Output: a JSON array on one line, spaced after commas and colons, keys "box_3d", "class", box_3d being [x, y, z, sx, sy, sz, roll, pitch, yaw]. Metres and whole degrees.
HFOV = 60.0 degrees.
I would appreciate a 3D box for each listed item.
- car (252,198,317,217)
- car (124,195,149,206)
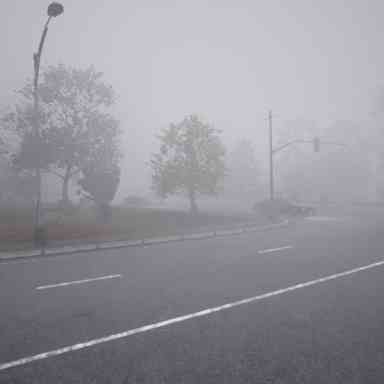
[{"box_3d": [7.396, 1.186, 27.227, 2.033, 1.411, 5.357, -2, 1, -36], "class": "car"}, {"box_3d": [-7.819, 1.181, 46.720, 2.128, 1.511, 4.902, -2, 1, -39], "class": "car"}]
